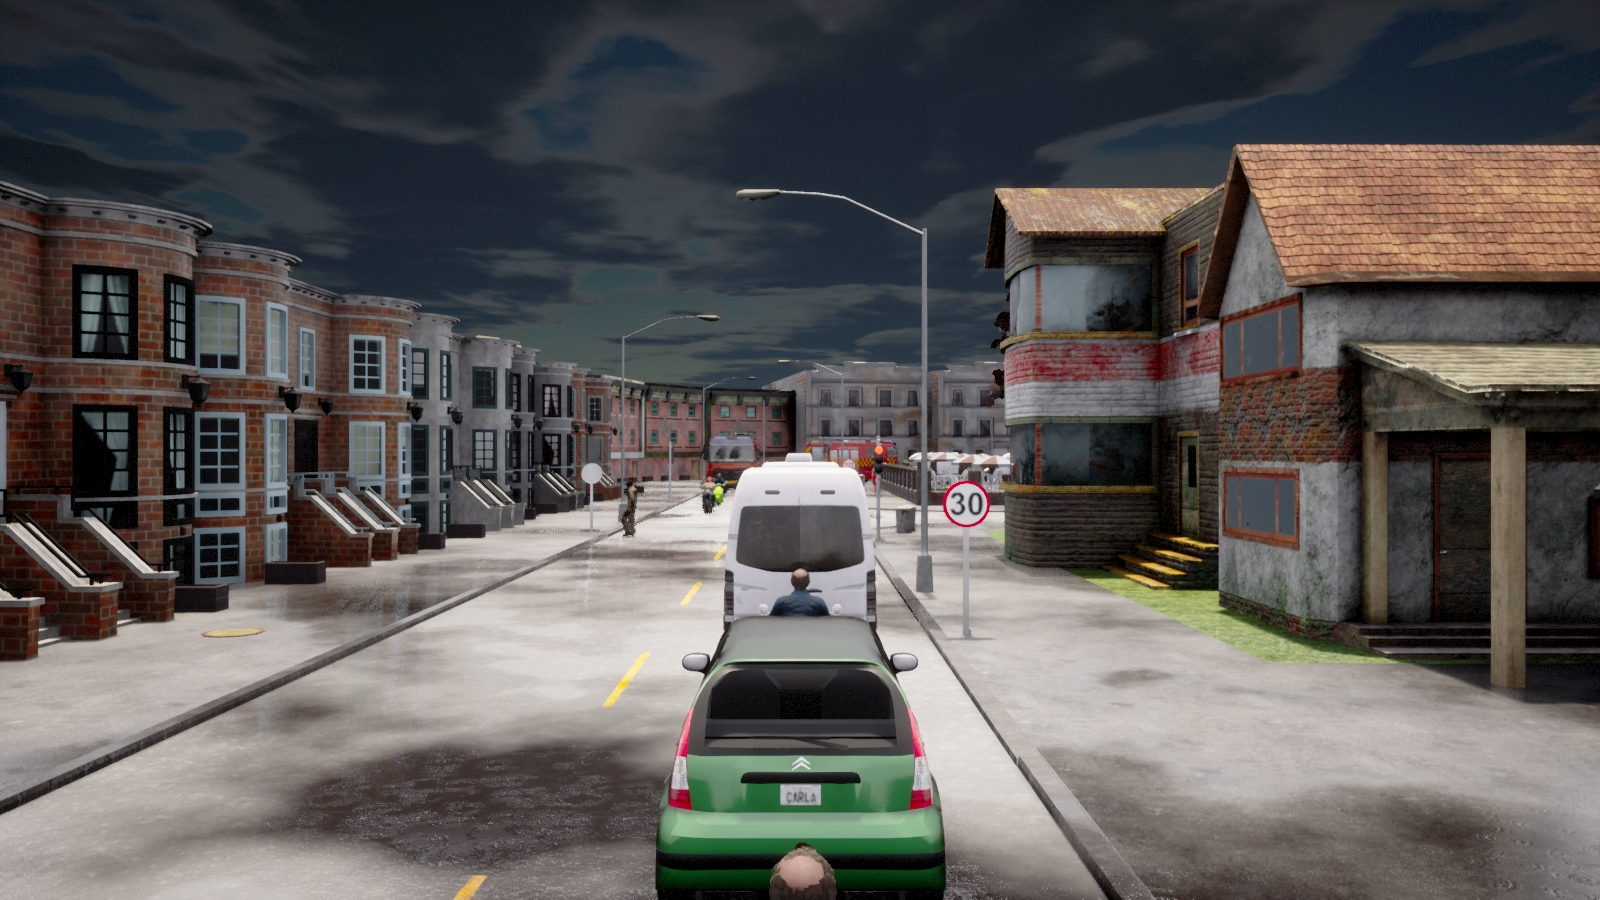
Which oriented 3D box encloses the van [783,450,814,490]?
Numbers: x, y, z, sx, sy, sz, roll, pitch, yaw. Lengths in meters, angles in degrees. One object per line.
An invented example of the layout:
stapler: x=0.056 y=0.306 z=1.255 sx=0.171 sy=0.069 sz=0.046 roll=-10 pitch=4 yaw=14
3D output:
van: x=-0.063 y=1.286 z=75.558 sx=1.988 sy=2.561 sz=5.915 roll=0 pitch=0 yaw=0

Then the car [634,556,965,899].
car: x=-0.003 y=1.776 z=8.385 sx=1.851 sy=1.617 sz=3.988 roll=0 pitch=0 yaw=0

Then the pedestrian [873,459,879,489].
pedestrian: x=4.754 y=1.499 z=71.460 sx=0.375 sy=1.860 sz=0.375 roll=0 pitch=0 yaw=1

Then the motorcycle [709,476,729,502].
motorcycle: x=-4.009 y=1.940 z=56.585 sx=0.856 sy=1.236 sz=1.805 roll=0 pitch=0 yaw=0

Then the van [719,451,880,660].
van: x=-0.006 y=1.308 z=17.043 sx=1.988 sy=2.561 sz=5.915 roll=0 pitch=0 yaw=0

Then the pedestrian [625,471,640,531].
pedestrian: x=-5.330 y=1.615 z=36.321 sx=0.375 sy=1.860 sz=0.375 roll=0 pitch=0 yaw=11

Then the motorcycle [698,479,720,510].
motorcycle: x=-4.006 y=1.931 z=50.280 sx=0.764 sy=1.277 sz=2.356 roll=0 pitch=0 yaw=0

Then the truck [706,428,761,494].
truck: x=-4.029 y=0.644 z=70.913 sx=2.891 sy=3.827 sz=8.468 roll=0 pitch=0 yaw=0
